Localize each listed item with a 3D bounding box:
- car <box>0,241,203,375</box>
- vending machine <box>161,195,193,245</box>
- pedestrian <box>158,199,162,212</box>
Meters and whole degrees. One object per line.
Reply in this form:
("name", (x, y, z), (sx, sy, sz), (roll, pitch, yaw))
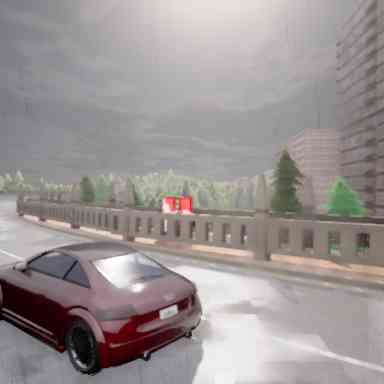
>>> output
("car", (-1.868, 1.561, 5.690), (4.181, 1.385, 1.994), (0, 0, 39))
("vending machine", (-0.679, 1.209, 14.800), (0.880, 2.100, 1.100), (0, 0, 43))
("pedestrian", (-1.341, 1.152, 15.176), (0.375, 1.860, 0.375), (0, 0, 43))
